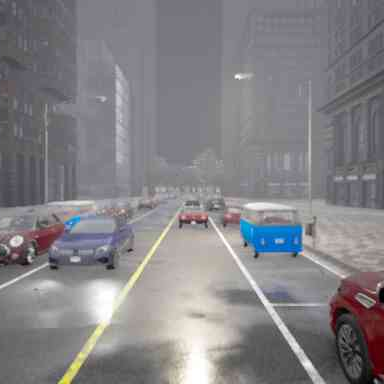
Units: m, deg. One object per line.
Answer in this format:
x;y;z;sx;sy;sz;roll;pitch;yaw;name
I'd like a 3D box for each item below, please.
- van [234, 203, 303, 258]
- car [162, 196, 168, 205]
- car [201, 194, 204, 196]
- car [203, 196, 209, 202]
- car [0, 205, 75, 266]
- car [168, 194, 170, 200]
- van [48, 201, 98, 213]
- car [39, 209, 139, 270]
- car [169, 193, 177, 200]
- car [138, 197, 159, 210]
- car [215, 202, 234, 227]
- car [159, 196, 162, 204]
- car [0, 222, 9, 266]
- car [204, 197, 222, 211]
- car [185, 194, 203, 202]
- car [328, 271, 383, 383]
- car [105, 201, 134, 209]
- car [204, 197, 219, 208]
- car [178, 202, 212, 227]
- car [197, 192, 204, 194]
2.788;1.337;12.464;1.690;1.788;3.998;-1;0;0;van
-5.767;1.502;58.372;2.008;1.369;4.403;-1;0;0;car
2.758;1.475;58.716;1.752;1.417;4.829;-1;0;0;car
2.757;1.541;42.938;1.947;1.339;4.313;-1;0;0;car
-5.773;1.437;11.267;1.967;1.590;4.097;-1;0;0;car
-5.767;1.505;63.752;1.947;1.339;4.313;-1;0;0;car
-5.774;1.336;16.154;1.690;1.788;3.998;-1;0;0;van
-3.087;1.522;11.144;1.812;1.442;4.674;0;0;0;car
-5.763;1.443;90.722;1.802;1.307;4.206;-1;0;0;car
-5.769;1.521;42.239;1.887;1.381;4.507;-1;0;0;car
2.755;1.573;22.127;1.802;1.307;4.206;-1;0;0;car
-5.768;1.552;47.617;1.802;1.307;4.206;-1;0;0;car
-5.772;1.543;6.382;1.887;1.381;4.507;-1;0;0;car
2.756;1.547;37.735;1.947;1.339;4.313;-1;0;0;car
0.103;1.450;45.131;1.882;1.535;5.008;0;0;0;car
2.775;1.314;2.288;2.192;1.841;5.009;-1;0;0;car
-5.772;1.430;26.105;1.967;1.590;4.097;-1;0;0;car
2.757;1.519;48.140;2.008;1.369;4.403;-1;0;0;car
0.096;1.592;22.544;1.895;1.301;4.718;0;0;0;car
2.762;1.386;90.899;1.752;1.417;4.829;-1;0;0;car
